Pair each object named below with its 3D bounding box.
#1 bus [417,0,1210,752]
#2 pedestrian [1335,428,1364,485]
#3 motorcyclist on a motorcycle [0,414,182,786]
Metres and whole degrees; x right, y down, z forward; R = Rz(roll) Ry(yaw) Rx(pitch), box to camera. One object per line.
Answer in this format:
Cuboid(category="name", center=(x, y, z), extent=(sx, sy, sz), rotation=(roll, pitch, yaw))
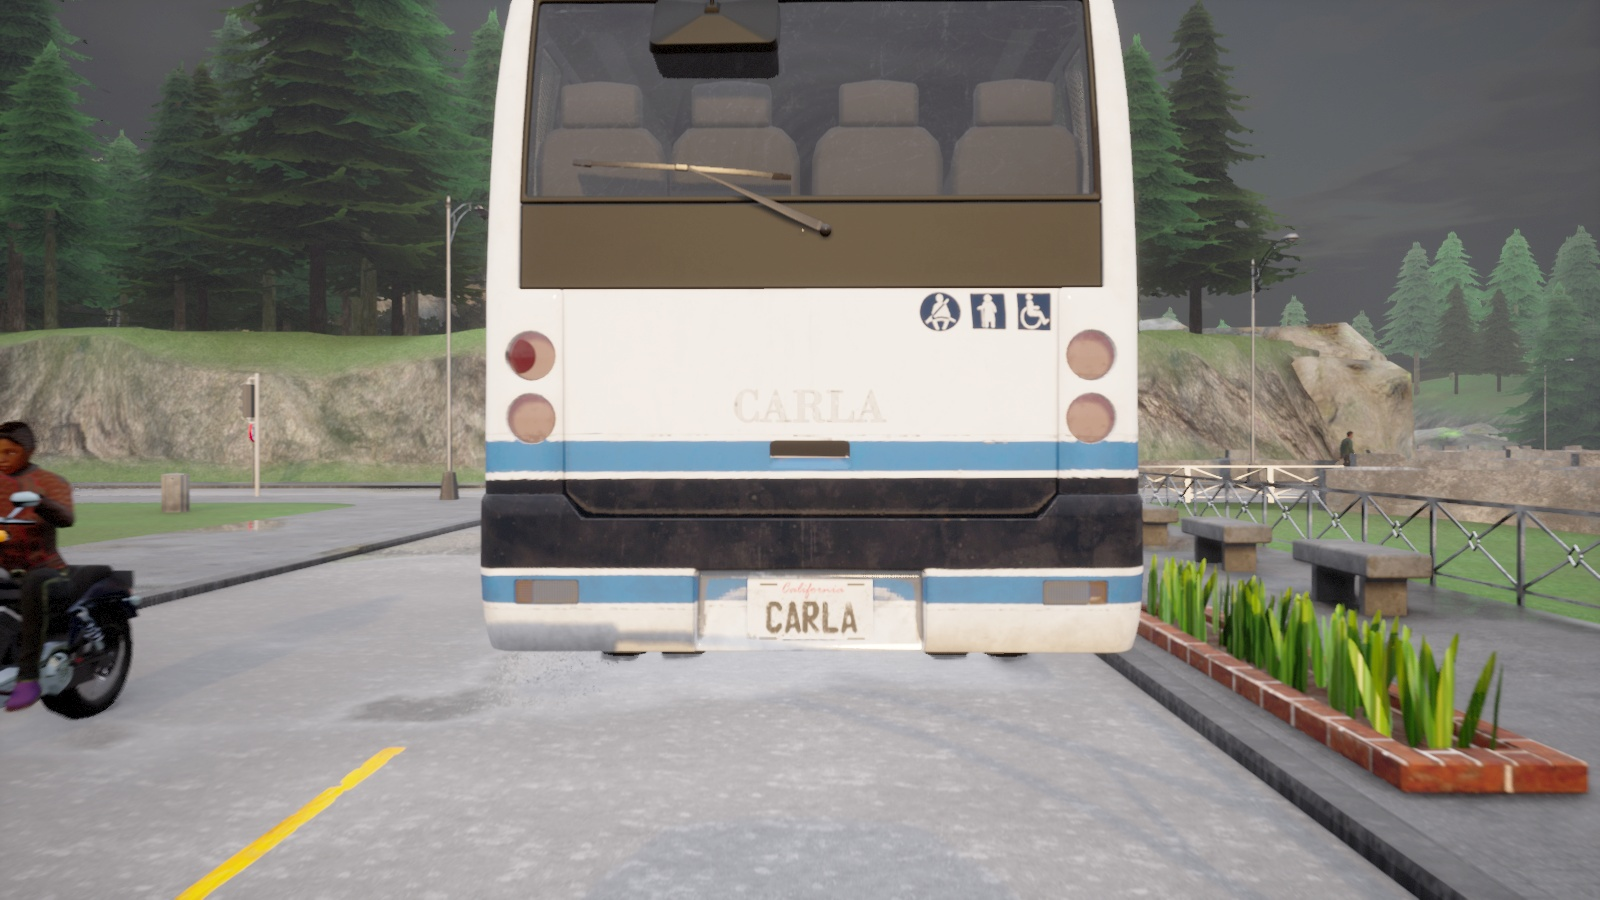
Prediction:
Cuboid(category="bus", center=(0.153, -0.694, 11.408), extent=(3.944, 4.253, 10.273), rotation=(0, 1, 1))
Cuboid(category="pedestrian", center=(18.761, 0.228, 42.875), extent=(0.788, 1.949, 0.423), rotation=(0, 0, 1))
Cuboid(category="motorcyclist on a motorcycle", center=(-3.918, 0.660, 5.983), extent=(0.766, 1.649, 2.350), rotation=(0, 1, 1))
